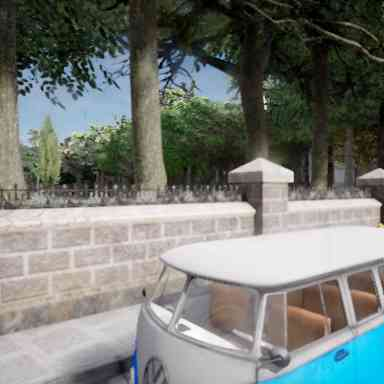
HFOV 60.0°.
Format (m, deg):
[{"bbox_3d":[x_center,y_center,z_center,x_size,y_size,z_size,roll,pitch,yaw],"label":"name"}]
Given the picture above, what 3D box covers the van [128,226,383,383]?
[{"bbox_3d":[1.302,1.336,3.500,3.998,1.788,1.690,0,0,-37],"label":"van"}]
